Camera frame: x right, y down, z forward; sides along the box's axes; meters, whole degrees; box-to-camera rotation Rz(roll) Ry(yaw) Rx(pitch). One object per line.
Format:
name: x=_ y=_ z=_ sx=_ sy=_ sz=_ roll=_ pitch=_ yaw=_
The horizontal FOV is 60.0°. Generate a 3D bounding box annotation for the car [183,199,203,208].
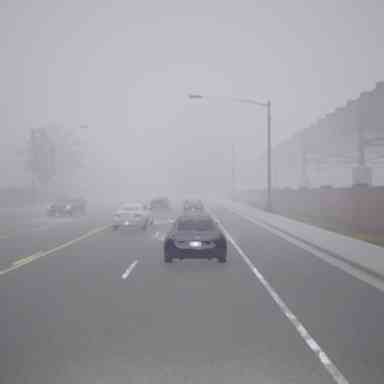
car: x=0.116 y=1.334 z=32.877 sx=1.895 sy=1.301 sz=4.718 roll=0 pitch=1 yaw=0

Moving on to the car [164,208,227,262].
car: x=0.105 y=1.483 z=11.774 sx=1.994 sy=1.385 sz=4.181 roll=0 pitch=1 yaw=0

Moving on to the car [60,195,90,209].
car: x=-14.069 y=1.146 z=40.270 sx=1.882 sy=1.535 sz=5.008 roll=0 pitch=0 yaw=0

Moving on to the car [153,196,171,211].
car: x=-3.383 y=1.182 z=36.174 sx=1.882 sy=1.535 sz=5.008 roll=0 pitch=1 yaw=0

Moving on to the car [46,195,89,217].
car: x=-10.585 y=1.124 z=28.388 sx=2.097 sy=1.767 sz=4.553 roll=0 pitch=1 yaw=0

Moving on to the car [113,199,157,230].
car: x=-3.391 y=1.376 z=19.604 sx=1.812 sy=1.442 sz=4.674 roll=0 pitch=1 yaw=0
